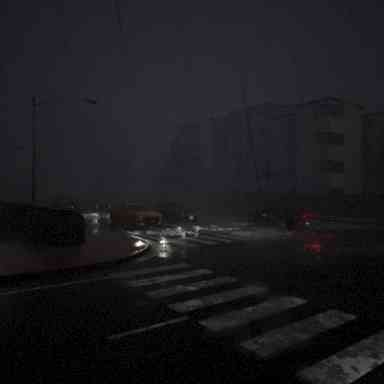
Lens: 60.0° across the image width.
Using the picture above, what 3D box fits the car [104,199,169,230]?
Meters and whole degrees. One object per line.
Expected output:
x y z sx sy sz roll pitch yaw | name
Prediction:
-3.755 1.474 21.697 1.882 1.535 5.008 0 0 -35 | car

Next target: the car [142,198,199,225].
-1.452 1.486 24.497 2.128 1.511 4.902 0 0 -35 | car

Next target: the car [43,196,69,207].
-20.931 1.392 51.094 1.882 1.535 5.008 0 0 -45 | car

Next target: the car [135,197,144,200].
-6.954 1.471 44.511 1.882 1.535 5.008 0 0 -35 | car

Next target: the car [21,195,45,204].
-23.413 1.192 48.626 1.882 1.535 5.008 0 0 -45 | car

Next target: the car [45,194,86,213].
-13.613 1.217 35.576 2.150 2.045 5.566 0 0 -36 | car

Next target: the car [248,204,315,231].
5.413 1.510 20.768 1.837 1.490 4.892 -7 3 -26 | car

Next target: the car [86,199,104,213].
-10.765 1.520 37.581 1.812 1.442 4.674 0 0 -36 | car
